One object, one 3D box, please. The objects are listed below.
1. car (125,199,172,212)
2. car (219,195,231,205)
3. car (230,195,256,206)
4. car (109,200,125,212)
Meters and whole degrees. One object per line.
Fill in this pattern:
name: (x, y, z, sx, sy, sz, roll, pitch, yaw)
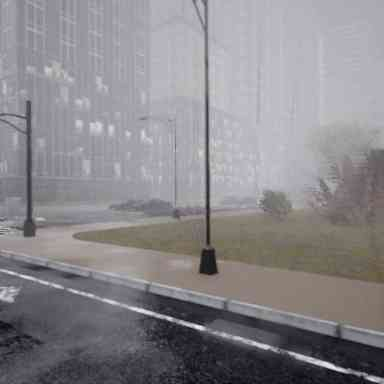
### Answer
car: (-4.567, 1.480, 37.340, 2.033, 1.411, 5.357, -1, 0, 37)
car: (6.466, 1.339, 57.216, 2.097, 1.767, 4.553, -1, 0, 37)
car: (8.799, 1.437, 54.916, 1.882, 1.535, 5.008, -1, -1, 37)
car: (-7.194, 1.510, 39.251, 2.033, 1.411, 5.357, -1, 0, 37)
